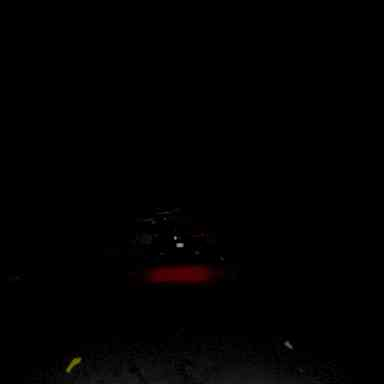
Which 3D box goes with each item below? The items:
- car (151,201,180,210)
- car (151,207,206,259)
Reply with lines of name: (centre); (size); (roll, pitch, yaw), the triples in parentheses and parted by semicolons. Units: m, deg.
car: (-2.274, 1.795, 27.636); (1.837, 1.490, 4.892); (0, 0, -7)
car: (-0.596, 1.594, 13.297); (1.882, 1.535, 5.008); (0, 0, -5)
